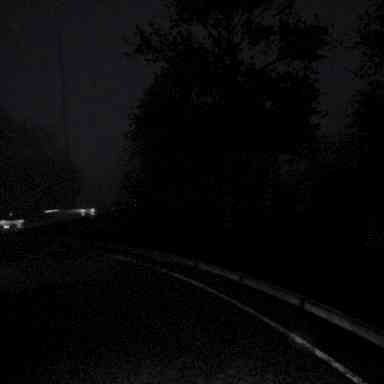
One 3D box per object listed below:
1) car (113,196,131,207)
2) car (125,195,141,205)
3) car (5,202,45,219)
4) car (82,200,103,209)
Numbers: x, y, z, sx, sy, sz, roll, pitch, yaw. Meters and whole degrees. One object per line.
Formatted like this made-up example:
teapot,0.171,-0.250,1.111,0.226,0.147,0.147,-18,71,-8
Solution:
car,-11.864,1.733,55.736,1.812,1.442,4.674,-1,0,2
car,-11.580,1.568,65.733,2.097,1.767,4.553,-1,0,2
car,-16.294,1.785,32.679,2.128,1.511,4.902,-1,0,2
car,-15.597,1.878,52.034,1.895,1.301,4.718,-1,0,2
